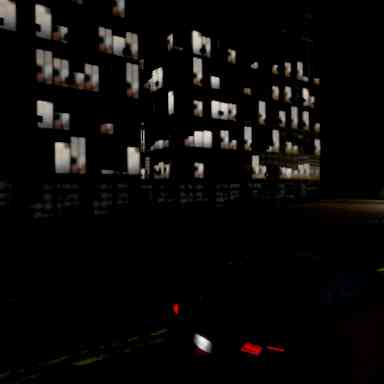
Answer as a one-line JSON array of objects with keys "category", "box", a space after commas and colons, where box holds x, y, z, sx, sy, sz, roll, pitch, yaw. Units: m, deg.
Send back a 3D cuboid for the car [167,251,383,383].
[{"category": "car", "box": [1.746, 1.561, 4.674, 4.181, 1.385, 1.994, 0, 0, -35]}]
